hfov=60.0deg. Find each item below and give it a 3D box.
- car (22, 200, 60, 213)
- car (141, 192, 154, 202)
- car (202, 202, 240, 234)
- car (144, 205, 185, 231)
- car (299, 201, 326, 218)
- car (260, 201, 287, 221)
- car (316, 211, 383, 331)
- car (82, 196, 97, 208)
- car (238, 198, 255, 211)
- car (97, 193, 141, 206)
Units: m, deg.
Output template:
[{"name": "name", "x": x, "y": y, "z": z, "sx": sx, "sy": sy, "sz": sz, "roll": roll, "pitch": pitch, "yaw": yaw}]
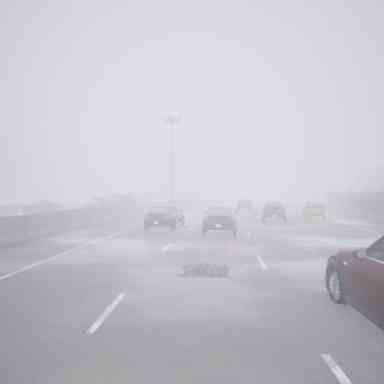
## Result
[{"name": "car", "x": -16.497, "y": 1.530, "z": 36.526, "sx": 1.994, "sy": 1.385, "sz": 4.181, "roll": 0, "pitch": 0, "yaw": 14}, {"name": "car", "x": -10.034, "y": 1.032, "z": 71.172, "sx": 2.150, "sy": 2.045, "sz": 5.566, "roll": 0, "pitch": 0, "yaw": 17}, {"name": "car", "x": 1.655, "y": 1.538, "z": 19.108, "sx": 1.812, "sy": 1.442, "sz": 4.674, "roll": 0, "pitch": 0, "yaw": 8}, {"name": "car", "x": -1.650, "y": 1.529, "z": 20.615, "sx": 1.812, "sy": 1.442, "sz": 4.674, "roll": 0, "pitch": 0, "yaw": 8}, {"name": "car", "x": 11.081, "y": 1.522, "z": 30.749, "sx": 1.882, "sy": 1.535, "sz": 5.008, "roll": 0, "pitch": 0, "yaw": 14}, {"name": "car", "x": 6.682, "y": 1.535, "z": 27.221, "sx": 1.837, "sy": 1.490, "sz": 4.892, "roll": 0, "pitch": 0, "yaw": 12}, {"name": "car", "x": 3.838, "y": 1.365, "z": 5.254, "sx": 2.097, "sy": 1.767, "sz": 4.553, "roll": 0, "pitch": 0, "yaw": 2}, {"name": "car", "x": -11.674, "y": 1.333, "z": 41.274, "sx": 2.097, "sy": 1.767, "sz": 4.553, "roll": 0, "pitch": 0, "yaw": 15}, {"name": "car", "x": 6.553, "y": 1.540, "z": 40.662, "sx": 1.837, "sy": 1.490, "sz": 4.892, "roll": 0, "pitch": 0, "yaw": 16}, {"name": "car", "x": -8.533, "y": 1.212, "z": 39.565, "sx": 2.150, "sy": 2.045, "sz": 5.566, "roll": 0, "pitch": 0, "yaw": 15}]
